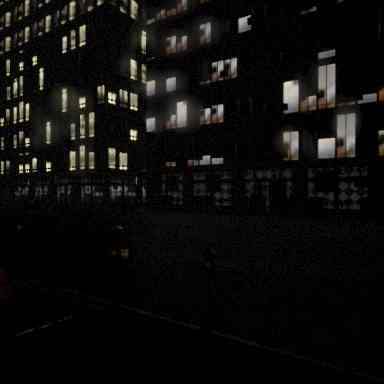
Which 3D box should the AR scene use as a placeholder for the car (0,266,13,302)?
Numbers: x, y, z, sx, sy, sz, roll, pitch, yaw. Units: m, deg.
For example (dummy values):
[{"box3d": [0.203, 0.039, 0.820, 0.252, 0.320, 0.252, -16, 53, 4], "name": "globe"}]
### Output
[{"box3d": [-5.544, 1.526, 6.834, 4.829, 1.417, 1.752, 0, 0, 36], "name": "car"}]
